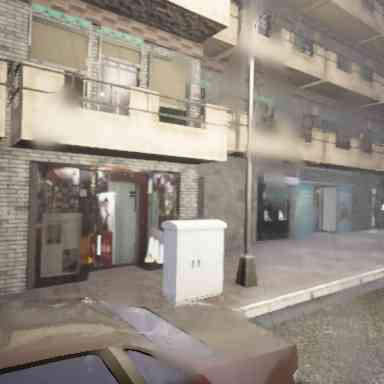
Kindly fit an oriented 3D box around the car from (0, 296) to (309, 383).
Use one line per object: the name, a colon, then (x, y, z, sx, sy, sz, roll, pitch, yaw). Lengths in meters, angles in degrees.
car: (-1.521, 1.547, 1.984, 5.357, 1.411, 2.033, 0, 0, -35)
